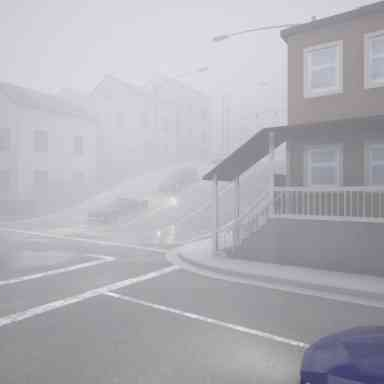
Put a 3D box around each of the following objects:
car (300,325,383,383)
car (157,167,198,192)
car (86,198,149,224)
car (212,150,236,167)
[{"bbox_3d":[2.981,1.526,1.838,4.674,1.442,1.812,0,0,36],"label":"car"},{"bbox_3d":[-1.275,-1.268,30.157,1.837,1.490,4.892,0,20,34],"label":"car"},{"bbox_3d":[-5.361,1.256,24.187,1.895,1.301,4.718,0,12,34],"label":"car"},{"bbox_3d":[4.062,-3.948,37.864,1.882,1.535,5.008,0,12,35],"label":"car"}]
